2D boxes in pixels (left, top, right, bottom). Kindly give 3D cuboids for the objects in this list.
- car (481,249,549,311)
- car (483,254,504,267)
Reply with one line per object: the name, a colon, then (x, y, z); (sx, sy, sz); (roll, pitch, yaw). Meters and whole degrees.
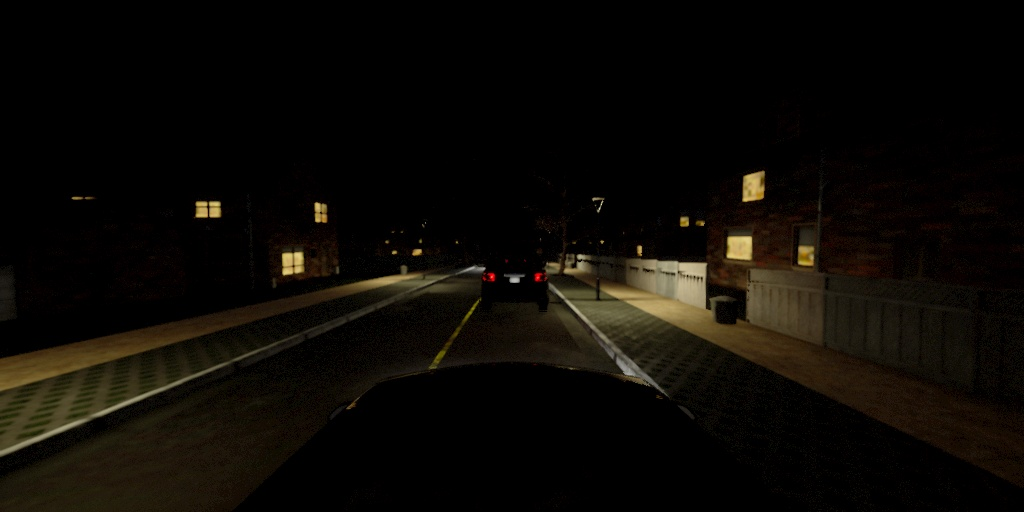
car: (0.118, 0.753, 13.267); (2.150, 2.045, 5.566); (0, 1, 1)
car: (-2.184, 0.507, 44.202); (2.128, 1.511, 4.902); (0, 1, 2)
